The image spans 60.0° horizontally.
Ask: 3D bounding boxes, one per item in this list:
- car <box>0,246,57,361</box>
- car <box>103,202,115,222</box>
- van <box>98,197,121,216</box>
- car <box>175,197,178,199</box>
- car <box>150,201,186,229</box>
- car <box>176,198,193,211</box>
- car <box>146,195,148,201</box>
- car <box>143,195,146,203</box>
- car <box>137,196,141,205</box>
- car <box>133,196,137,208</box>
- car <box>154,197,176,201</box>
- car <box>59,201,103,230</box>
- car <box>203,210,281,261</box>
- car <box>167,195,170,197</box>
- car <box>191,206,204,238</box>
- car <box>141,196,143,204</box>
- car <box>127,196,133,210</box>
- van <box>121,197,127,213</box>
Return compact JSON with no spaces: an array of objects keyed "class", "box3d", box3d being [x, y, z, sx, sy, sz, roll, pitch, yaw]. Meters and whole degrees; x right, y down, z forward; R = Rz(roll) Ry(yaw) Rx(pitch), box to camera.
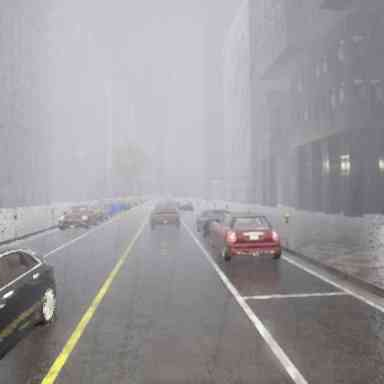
[{"class":"car","box3d":[-3.288,1.583,4.380,1.837,1.490,4.892,-1,-1,-5]},{"class":"car","box3d":[-8.227,1.807,28.557,2.008,1.369,4.403,-1,0,-5]},{"class":"van","box3d":[-8.737,1.627,34.212,1.690,1.788,3.998,-1,0,-5]},{"class":"car","box3d":[-1.761,1.776,51.943,2.008,1.369,4.403,-1,0,-5]},{"class":"car","box3d":[-1.824,1.609,22.596,2.128,1.511,4.902,-1,0,-5]},{"class":"car","box3d":[-0.749,1.746,40.633,1.802,1.307,4.206,-1,0,-5]},{"class":"car","box3d":[-13.777,2.128,90.589,1.752,1.417,4.829,-1,0,-5]},{"class":"car","box3d":[-12.784,1.852,79.450,2.192,1.841,5.009,-1,0,-5]},{"class":"car","box3d":[-11.267,1.755,62.486,2.192,1.841,5.009,-1,0,-5]},{"class":"car","box3d":[-10.255,1.693,51.177,2.192,1.841,5.009,-1,0,-5]},{"class":"car","box3d":[-3.371,1.701,39.950,2.128,1.511,4.902,-1,0,-5]},{"class":"car","box3d":[-7.723,1.666,22.902,1.967,1.590,4.097,-1,0,-5]},{"class":"car","box3d":[1.778,1.453,12.358,1.967,1.590,4.097,-1,0,-5]},{"class":"car","box3d":[-4.293,1.824,80.218,1.967,1.590,4.097,-1,0,-5]},{"class":"car","box3d":[1.275,1.608,18.013,1.947,1.339,4.313,-1,0,-5]},{"class":"car","box3d":[-11.768,2.023,68.140,2.008,1.369,4.403,-1,0,-5]},{"class":"car","box3d":[-9.749,1.663,45.522,2.192,1.841,5.009,-1,0,-5]},{"class":"van","box3d":[-9.243,1.658,39.867,1.690,1.788,3.998,-1,0,-5]}]
